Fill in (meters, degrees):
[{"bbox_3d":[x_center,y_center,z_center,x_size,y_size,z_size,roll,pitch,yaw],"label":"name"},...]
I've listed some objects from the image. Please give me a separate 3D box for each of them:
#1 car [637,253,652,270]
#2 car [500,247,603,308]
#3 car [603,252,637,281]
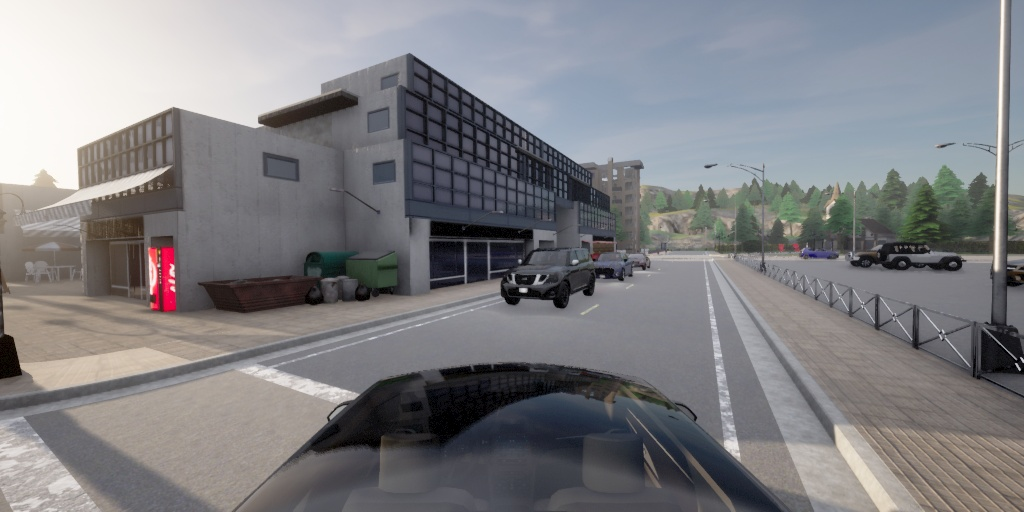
[{"bbox_3d":[11.069,0.431,31.707,1.812,1.442,4.674,0,2,28],"label":"car"},{"bbox_3d":[1.656,0.679,13.983,2.150,2.045,5.566,0,1,28],"label":"car"},{"bbox_3d":[6.267,0.539,22.671,2.097,1.767,4.553,0,2,28],"label":"car"}]
